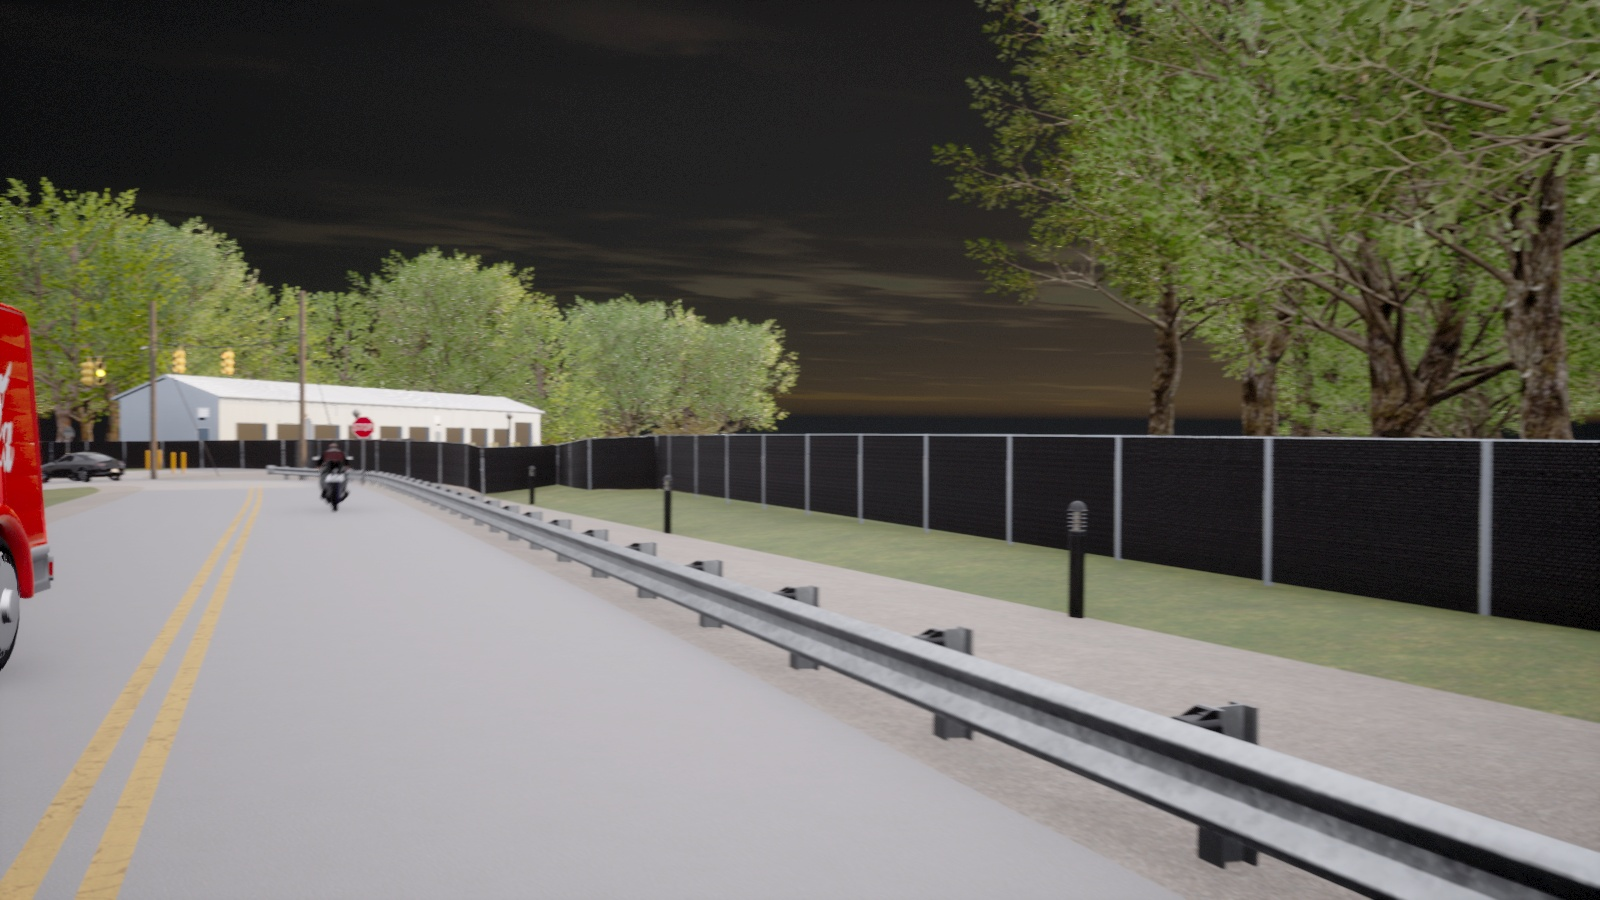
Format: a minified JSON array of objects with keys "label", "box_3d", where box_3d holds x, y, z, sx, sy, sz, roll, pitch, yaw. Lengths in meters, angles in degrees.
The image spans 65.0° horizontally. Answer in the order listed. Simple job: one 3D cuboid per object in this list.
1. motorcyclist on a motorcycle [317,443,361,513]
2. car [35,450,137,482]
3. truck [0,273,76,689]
[{"label":"motorcyclist on a motorcycle","box_3d":[-10.414,0.600,28.337,0.866,1.530,2.191,0,0,-22]},{"label":"car","box_3d":[-34.825,0.766,61.222,4.674,1.442,1.812,-1,1,23]},{"label":"truck","box_3d":[-5.715,0.186,6.103,2.627,2.467,5.204,1,0,-16]}]
